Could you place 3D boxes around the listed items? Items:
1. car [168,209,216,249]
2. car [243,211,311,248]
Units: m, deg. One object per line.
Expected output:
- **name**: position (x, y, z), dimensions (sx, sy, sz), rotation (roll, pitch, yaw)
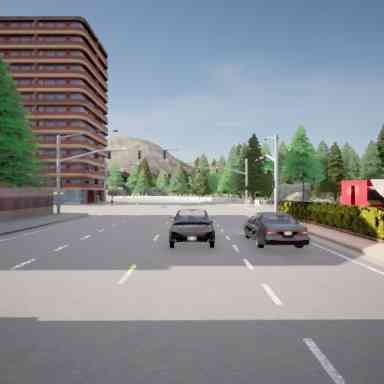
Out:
- **car**: position (0.000, 1.494, 14.650), dimensions (2.128, 1.511, 4.902), rotation (0, 0, 0)
- **car**: position (3.500, 1.562, 14.650), dimensions (2.033, 1.411, 5.357), rotation (0, 0, 0)
